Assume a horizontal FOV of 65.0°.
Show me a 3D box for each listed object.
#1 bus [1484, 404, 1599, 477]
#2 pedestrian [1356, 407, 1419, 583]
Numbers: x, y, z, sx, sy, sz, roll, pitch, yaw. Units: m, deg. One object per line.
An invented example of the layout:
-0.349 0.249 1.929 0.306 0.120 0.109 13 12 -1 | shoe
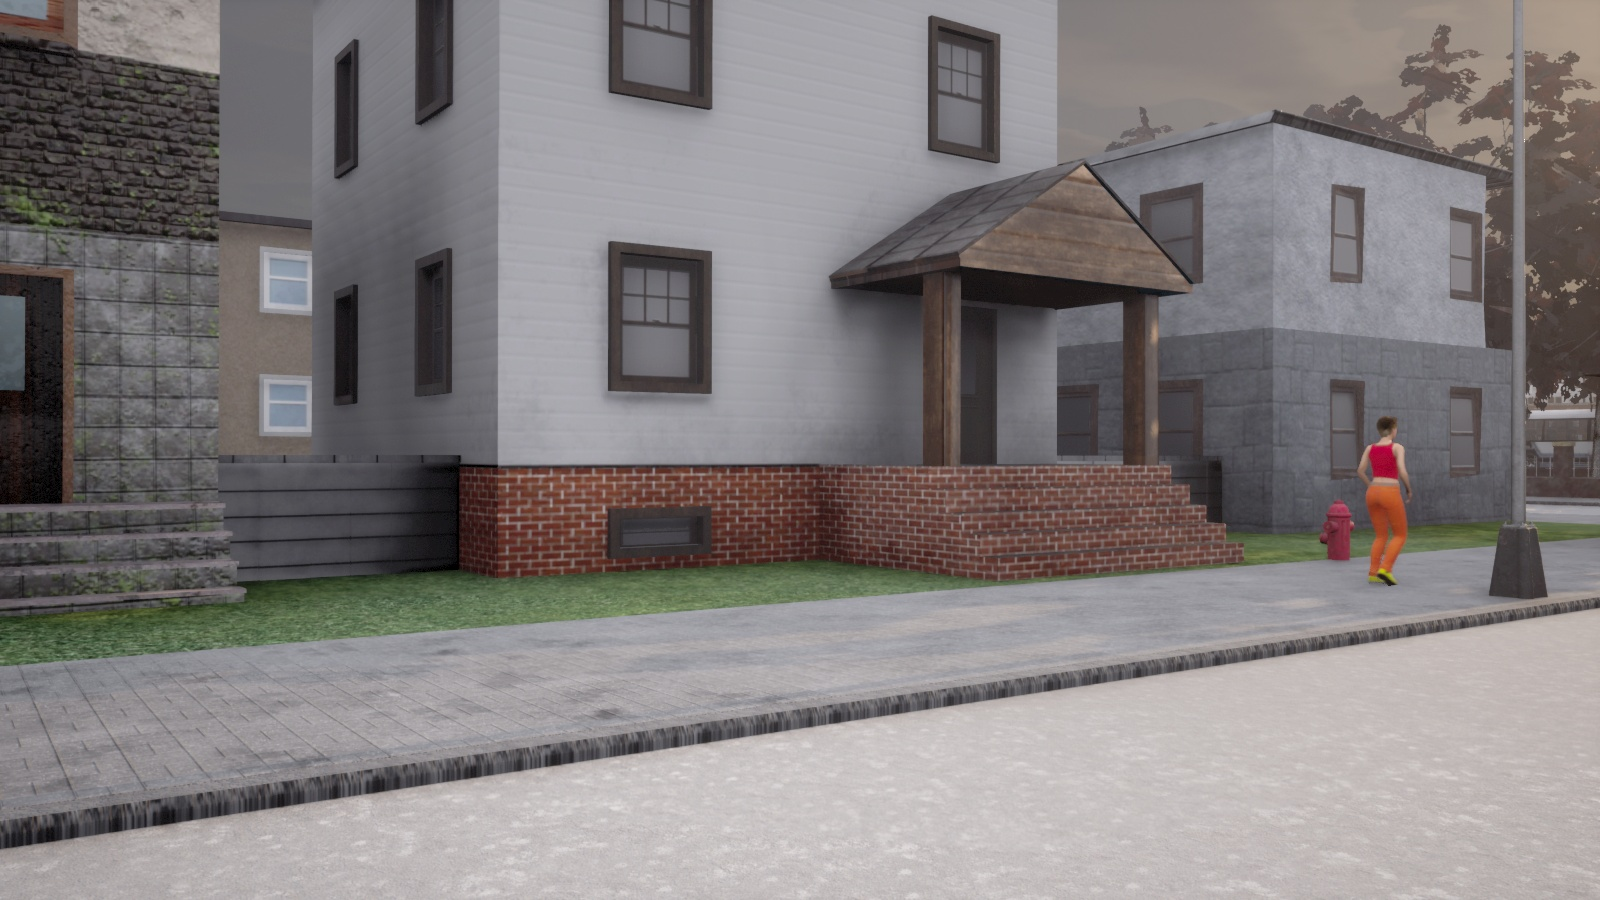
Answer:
47.707 -0.547 76.169 3.944 4.253 10.273 0 0 -34 | bus
6.275 0.474 13.410 0.594 1.836 0.345 0 0 -32 | pedestrian
